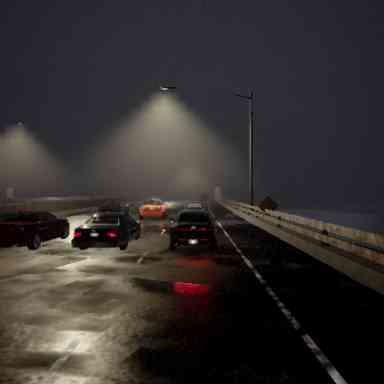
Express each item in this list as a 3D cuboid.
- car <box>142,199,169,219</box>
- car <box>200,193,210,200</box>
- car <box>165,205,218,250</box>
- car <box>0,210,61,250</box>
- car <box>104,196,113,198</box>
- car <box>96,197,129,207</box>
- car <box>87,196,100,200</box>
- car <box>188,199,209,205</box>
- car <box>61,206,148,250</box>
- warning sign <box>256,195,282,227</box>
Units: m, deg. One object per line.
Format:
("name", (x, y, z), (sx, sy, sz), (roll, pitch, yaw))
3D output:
("car", (-3.247, 1.390, 29.196), (2.097, 1.767, 4.553), (0, 0, 1))
("car", (3.096, 1.321, 79.857), (2.150, 2.045, 5.566), (0, 0, 3))
("car", (0.062, 1.524, 14.270), (1.837, 1.490, 4.892), (0, 0, 0))
("car", (-6.937, 1.493, 14.330), (1.882, 1.535, 5.008), (0, 0, 0))
("car", (-19.268, 1.619, 77.288), (1.812, 1.442, 4.674), (0, 0, 2))
("car", (-6.746, 1.510, 29.286), (1.882, 1.535, 5.008), (0, 0, 1))
("car", (-22.764, 1.637, 77.451), (2.033, 1.411, 5.357), (0, 0, 2))
("car", (0.253, 1.595, 29.165), (1.994, 1.385, 4.181), (0, 0, 1))
("car", (-3.438, 1.571, 14.300), (2.033, 1.411, 5.357), (0, 0, 0))
("warning sign", (4.659, 1.126, 20.290), (1.300, 1.860, 1.060), (-1, -1, 1))
